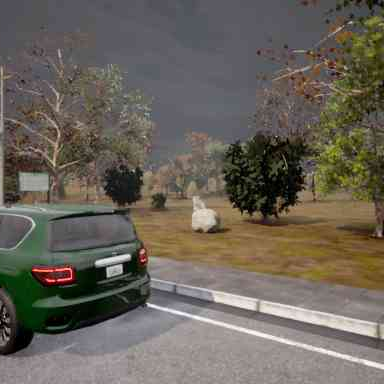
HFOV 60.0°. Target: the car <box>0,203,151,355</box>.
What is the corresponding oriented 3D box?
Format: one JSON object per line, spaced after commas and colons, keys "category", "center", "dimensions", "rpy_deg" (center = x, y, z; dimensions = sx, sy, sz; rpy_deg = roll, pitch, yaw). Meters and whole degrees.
{"category": "car", "center": [-3.298, 1.221, 6.321], "dimensions": [5.566, 2.045, 2.150], "rpy_deg": [0, 0, 35]}
